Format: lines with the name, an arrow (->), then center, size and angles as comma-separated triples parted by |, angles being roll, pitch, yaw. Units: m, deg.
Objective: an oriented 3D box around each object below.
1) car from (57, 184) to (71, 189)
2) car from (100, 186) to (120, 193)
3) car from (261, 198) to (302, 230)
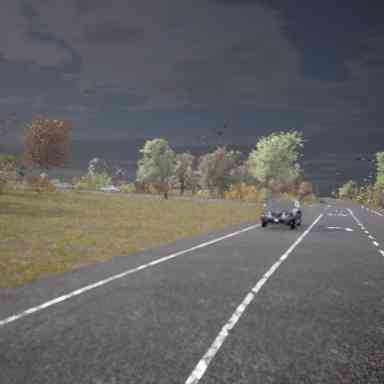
car -> -30.325, -1.350, 78.513 | 4.718, 1.301, 1.895 | 4, 1, 24
car -> -18.085, -0.602, 73.167 | 4.674, 1.442, 1.812 | 4, 1, 24
car -> 6.376, 1.440, 23.319 | 2.150, 2.045, 5.566 | 2, 0, 24
